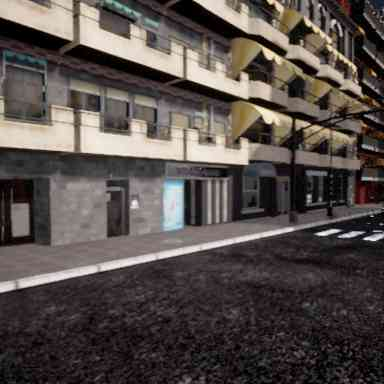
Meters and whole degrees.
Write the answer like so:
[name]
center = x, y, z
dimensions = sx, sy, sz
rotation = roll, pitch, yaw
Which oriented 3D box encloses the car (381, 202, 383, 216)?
[car]
center = 16.202, 1.134, 26.083
dimensions = 2.008, 1.369, 4.403
rotation = 1, 1, 43
